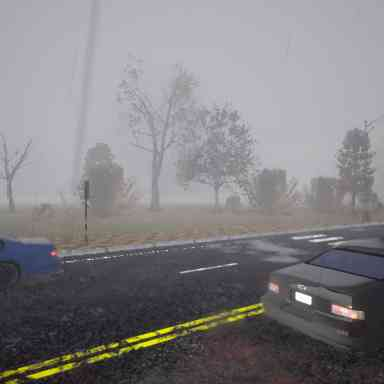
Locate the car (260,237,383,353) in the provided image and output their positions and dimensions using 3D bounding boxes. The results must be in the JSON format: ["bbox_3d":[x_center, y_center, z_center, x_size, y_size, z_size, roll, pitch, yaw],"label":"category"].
[{"bbox_3d":[3.733,1.548,5.980,5.357,1.411,2.033,0,0,-31],"label":"car"}]

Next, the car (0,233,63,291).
[{"bbox_3d":[-5.844,1.548,7.484,5.357,1.411,2.033,0,0,-35],"label":"car"}]
